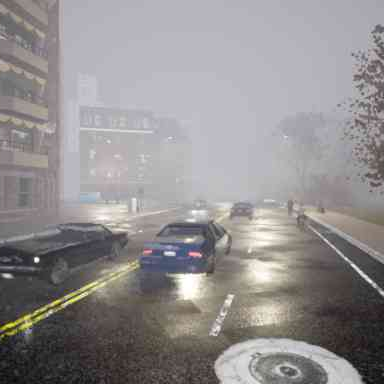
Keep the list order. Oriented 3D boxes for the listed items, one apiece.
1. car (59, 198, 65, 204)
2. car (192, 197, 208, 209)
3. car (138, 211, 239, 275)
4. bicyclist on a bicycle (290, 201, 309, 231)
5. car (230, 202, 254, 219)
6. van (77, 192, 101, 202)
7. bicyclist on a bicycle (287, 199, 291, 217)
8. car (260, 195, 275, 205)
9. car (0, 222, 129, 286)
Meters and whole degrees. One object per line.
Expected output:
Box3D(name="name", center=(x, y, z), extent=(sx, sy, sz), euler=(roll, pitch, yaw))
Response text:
Box3D(name="car", center=(-20.840, 1.112, 48.735), extent=(4.206, 1.307, 1.802), euler=(1, -1, -18))
Box3D(name="car", center=(1.198, 1.493, 46.098), extent=(2.128, 1.511, 4.902), euler=(0, 0, 8))
Box3D(name="car", center=(0.080, 1.546, 10.509), extent=(2.033, 1.411, 5.357), euler=(0, 0, 14))
Box3D(name="bicyclist on a bicycle", center=(6.321, 1.432, 19.241), extent=(0.866, 1.612, 1.509), euler=(0, 0, 13))
Box3D(name="car", center=(4.362, 1.541, 28.841), extent=(2.033, 1.411, 5.357), euler=(0, 0, 12))
Box3D(name="van", center=(-18.017, 0.889, 58.494), extent=(3.998, 1.788, 1.690), euler=(1, -1, -18))
Box3D(name="bicyclist on a bicycle", center=(8.457, 1.444, 28.658), extent=(0.582, 1.620, 1.656), euler=(0, 0, 12))
Box3D(name="car", center=(13.470, 1.572, 58.419), extent=(1.895, 1.301, 4.718), euler=(0, 0, 10))
Box3D(name="car", center=(-3.665, 1.600, 9.703), extent=(1.895, 1.301, 4.718), euler=(0, 0, 14))
